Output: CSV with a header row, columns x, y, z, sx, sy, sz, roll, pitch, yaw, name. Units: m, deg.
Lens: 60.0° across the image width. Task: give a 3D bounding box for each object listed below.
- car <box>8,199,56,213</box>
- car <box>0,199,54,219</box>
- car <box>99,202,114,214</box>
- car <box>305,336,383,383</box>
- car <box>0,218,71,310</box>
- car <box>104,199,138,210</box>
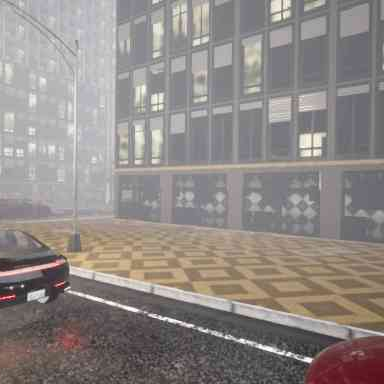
x,y,z,sx,sy,sz,roll,pitch,yaw,name
-19.046,1.641,39.817,1.752,1.417,4.829,1,0,36,car
-15.532,1.518,30.448,2.192,1.841,5.009,1,0,36,car
-8.751,1.828,39.672,1.752,1.417,4.829,1,0,36,car
2.937,1.526,1.602,4.674,1.442,1.812,0,0,35,car
-4.550,1.488,6.902,4.902,1.511,2.128,0,0,35,car
-10.119,1.784,47.565,1.812,1.442,4.674,1,0,36,car
